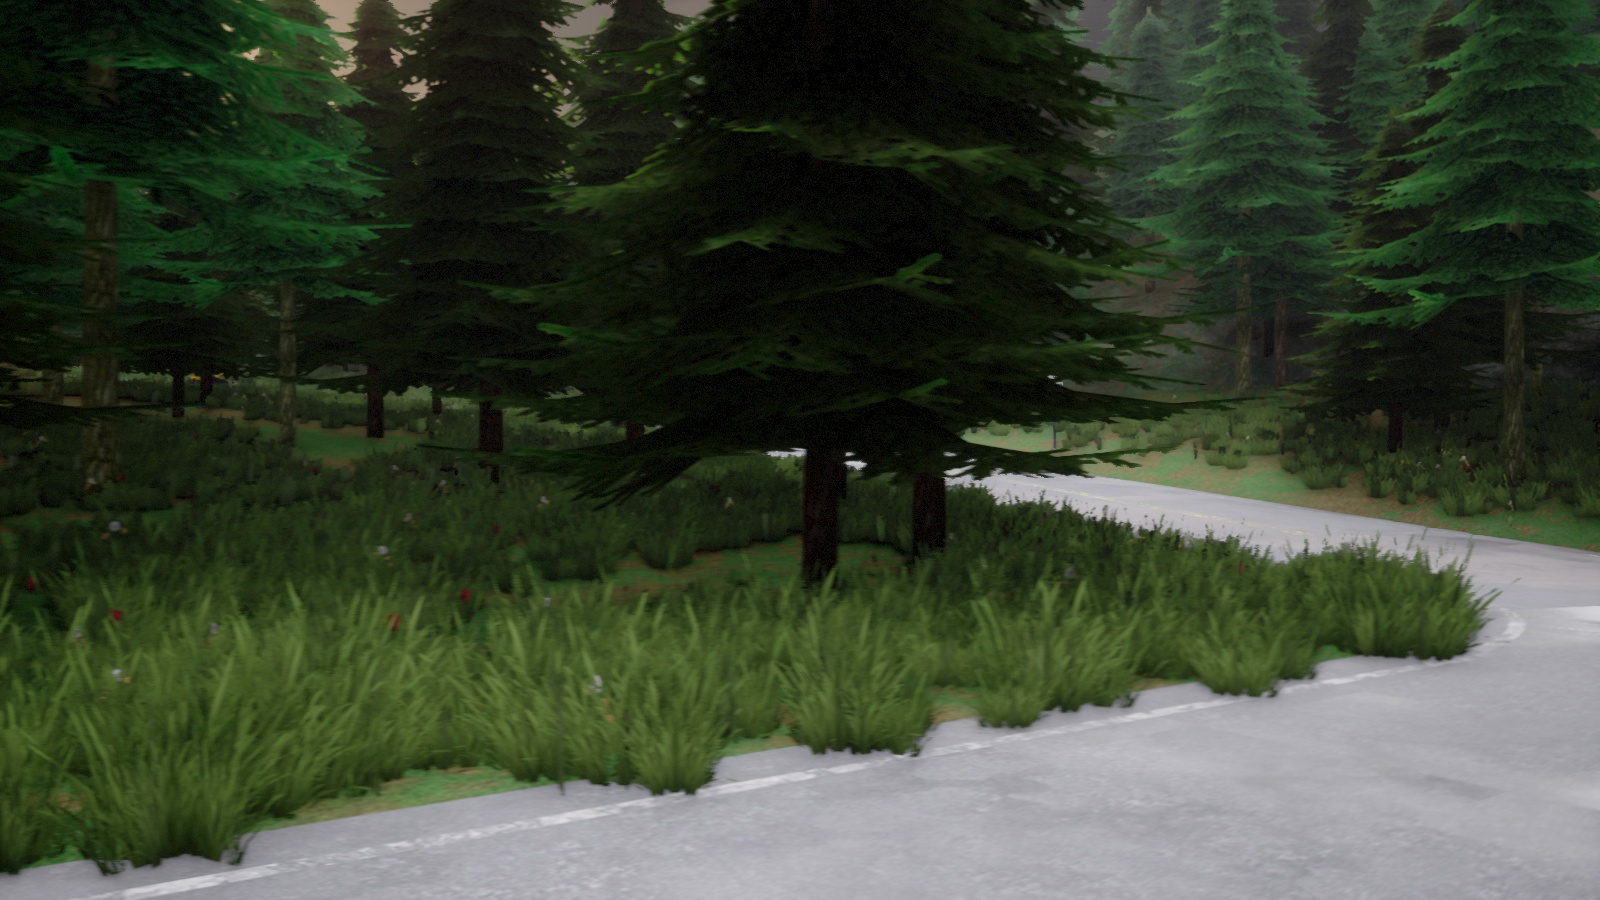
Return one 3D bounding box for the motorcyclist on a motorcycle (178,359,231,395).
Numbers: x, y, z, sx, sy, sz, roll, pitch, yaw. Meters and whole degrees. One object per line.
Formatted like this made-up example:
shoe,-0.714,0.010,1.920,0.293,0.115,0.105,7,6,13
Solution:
motorcyclist on a motorcycle,-28.342,-3.483,59.753,2.044,1.523,0.797,4,0,0
